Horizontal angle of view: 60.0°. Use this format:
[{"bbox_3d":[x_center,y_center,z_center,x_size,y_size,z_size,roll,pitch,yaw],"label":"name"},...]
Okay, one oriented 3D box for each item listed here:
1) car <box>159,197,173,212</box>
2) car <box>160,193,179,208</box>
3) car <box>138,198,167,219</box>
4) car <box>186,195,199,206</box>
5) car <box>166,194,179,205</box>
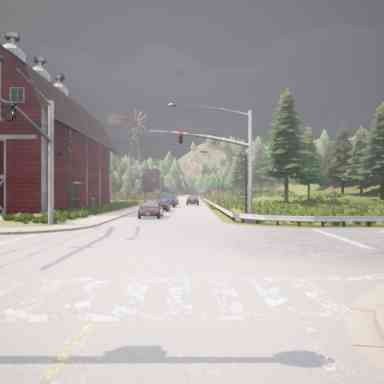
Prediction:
[{"bbox_3d":[-3.535,1.594,38.304,1.895,1.301,4.718,0,0,0],"label":"car"},{"bbox_3d":[-3.509,1.214,48.992,2.150,2.045,5.566,0,0,0],"label":"car"},{"bbox_3d":[-3.551,1.520,29.143,1.812,1.442,4.674,0,0,0],"label":"car"},{"bbox_3d":[0.094,1.342,55.549,2.097,1.767,4.553,0,0,0],"label":"car"},{"bbox_3d":[-3.455,1.341,59.437,2.097,1.767,4.553,0,0,0],"label":"car"}]
